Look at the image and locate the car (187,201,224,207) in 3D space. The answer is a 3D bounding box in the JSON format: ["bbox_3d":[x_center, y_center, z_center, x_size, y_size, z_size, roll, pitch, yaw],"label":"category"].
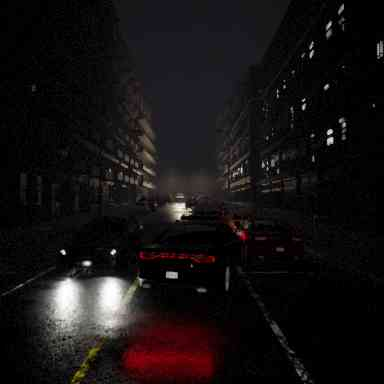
[{"bbox_3d":[0.837,1.495,18.653,1.882,1.535,5.008,0,0,0],"label":"car"}]

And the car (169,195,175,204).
[{"bbox_3d":[-5.245,1.460,67.358,2.192,1.841,5.009,1,0,0],"label":"car"}]

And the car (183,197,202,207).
[{"bbox_3d":[0.047,1.674,45.859,1.895,1.301,4.718,0,0,0],"label":"car"}]

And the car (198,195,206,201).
[{"bbox_3d":[2.612,1.681,89.417,1.967,1.590,4.097,1,0,0],"label":"car"}]

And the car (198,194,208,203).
[{"bbox_3d":[2.608,1.504,78.354,2.192,1.841,5.009,1,0,0],"label":"car"}]

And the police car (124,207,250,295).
[{"bbox_3d":[0.281,1.431,9.035,1.930,1.638,5.238,0,0,15],"label":"police car"}]

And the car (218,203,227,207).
[{"bbox_3d":[2.597,1.541,17.686,1.752,1.417,4.829,1,0,0],"label":"car"}]

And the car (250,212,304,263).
[{"bbox_3d":[2.592,1.554,11.984,1.887,1.381,4.507,1,0,0],"label":"car"}]

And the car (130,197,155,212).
[{"bbox_3d":[-5.272,1.571,34.005,1.752,1.417,4.829,2,0,0],"label":"car"}]

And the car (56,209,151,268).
[{"bbox_3d":[-2.840,1.556,11.658,2.033,1.411,5.357,0,0,0],"label":"car"}]

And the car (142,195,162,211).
[{"bbox_3d":[-5.263,1.373,39.707,2.192,1.841,5.009,2,0,0],"label":"car"}]

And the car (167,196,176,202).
[{"bbox_3d":[-5.240,1.780,83.950,1.947,1.339,4.313,1,0,0],"label":"car"}]

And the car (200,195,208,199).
[{"bbox_3d":[2.622,1.649,56.230,1.887,1.381,4.507,1,0,0],"label":"car"}]

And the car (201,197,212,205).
[{"bbox_3d":[2.626,1.668,61.760,1.887,1.381,4.507,1,0,0],"label":"car"}]

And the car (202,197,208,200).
[{"bbox_3d":[2.611,1.608,39.638,2.008,1.369,4.403,1,0,0],"label":"car"}]

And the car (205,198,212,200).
[{"bbox_3d":[2.607,1.591,34.106,1.887,1.381,4.507,1,0,0],"label":"car"}]

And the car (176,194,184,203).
[{"bbox_3d":[-2.698,1.392,74.120,2.150,2.045,5.566,0,0,0],"label":"car"}]

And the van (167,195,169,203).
[{"bbox_3d":[-5.253,1.446,56.297,1.690,1.788,3.998,1,0,0],"label":"van"}]

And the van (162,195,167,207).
[{"bbox_3d":[-5.256,1.427,50.765,1.690,1.788,3.998,2,0,0],"label":"van"}]
